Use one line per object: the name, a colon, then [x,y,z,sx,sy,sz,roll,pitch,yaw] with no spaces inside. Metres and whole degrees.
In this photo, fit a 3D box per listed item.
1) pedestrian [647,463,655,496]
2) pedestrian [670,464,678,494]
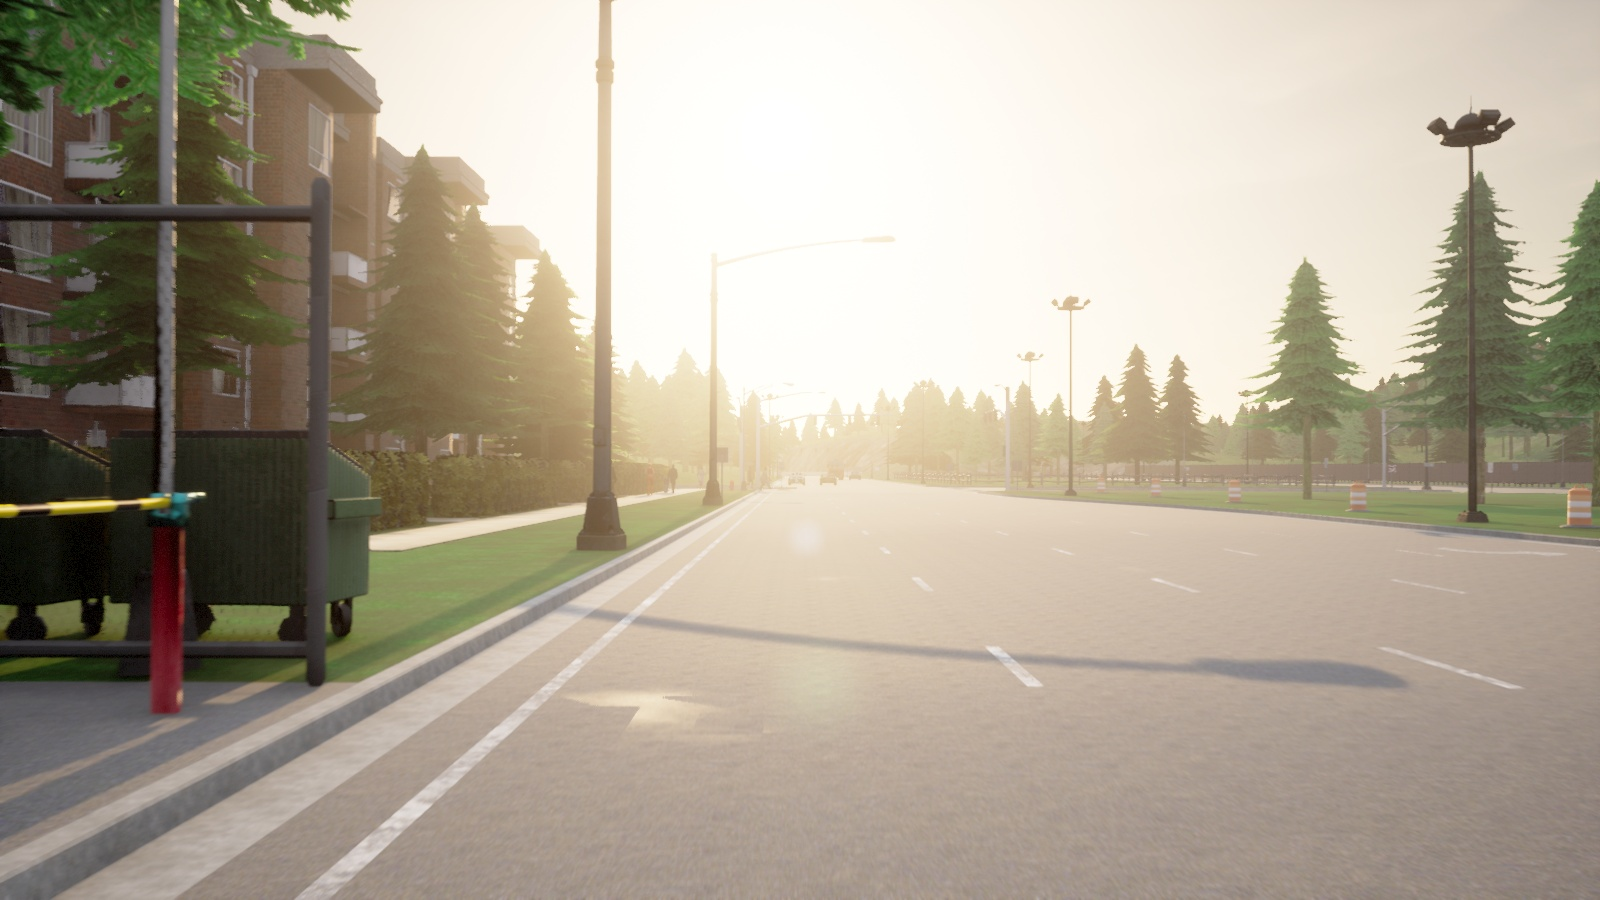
pedestrian: [-8.225,1.635,69.224,0.345,1.836,0.594,0,-1,1]
pedestrian: [-7.683,1.754,76.426,0.402,1.842,0.726,0,-1,1]
